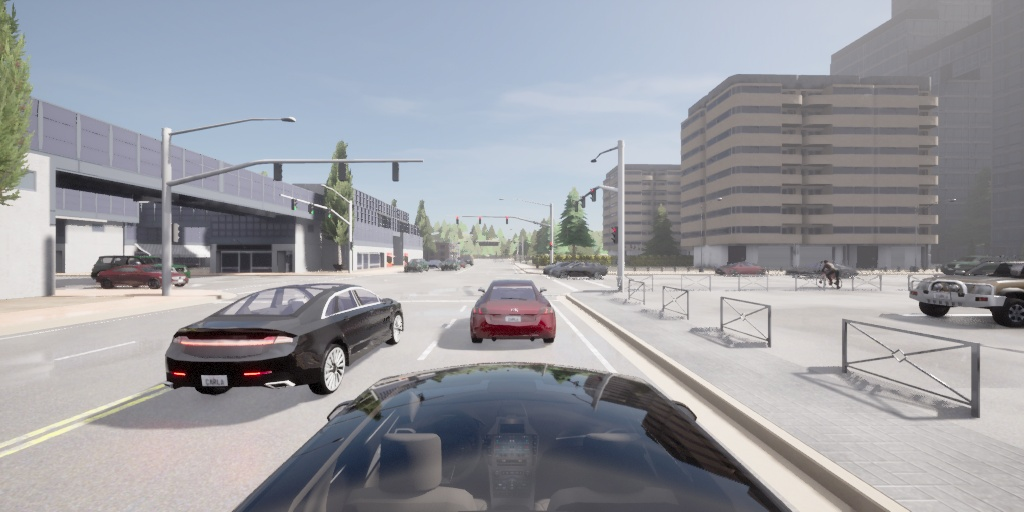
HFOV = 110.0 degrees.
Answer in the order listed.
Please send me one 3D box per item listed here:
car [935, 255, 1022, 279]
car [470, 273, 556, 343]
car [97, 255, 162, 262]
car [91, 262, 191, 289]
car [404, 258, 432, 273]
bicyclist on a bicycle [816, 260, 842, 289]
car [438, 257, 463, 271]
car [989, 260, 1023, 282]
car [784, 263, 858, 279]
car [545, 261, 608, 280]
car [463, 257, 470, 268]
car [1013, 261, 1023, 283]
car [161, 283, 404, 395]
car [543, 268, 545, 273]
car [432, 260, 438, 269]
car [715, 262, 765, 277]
[{"bbox_3d":[46.108,0.973,35.539,5.566,2.045,2.150,0,0,-2],"label":"car"},{"bbox_3d":[0.014,1.314,9.667,1.994,1.385,4.181,0,0,0],"label":"car"},{"bbox_3d":[-26.437,0.971,25.635,5.566,2.045,2.150,0,0,-1],"label":"car"},{"bbox_3d":[-22.881,1.276,22.237,4.674,1.442,1.812,0,0,0],"label":"car"},{"bbox_3d":[-11.756,1.102,44.178,2.097,1.767,4.553,0,0,0],"label":"car"},{"bbox_3d":[17.933,1.052,20.308,0.582,1.620,1.656,0,0,-2],"label":"bicyclist on a bicycle"},{"bbox_3d":[-8.339,1.102,49.067,2.097,1.767,4.553,0,0,-1],"label":"car"},{"bbox_3d":[46.847,1.318,32.053,5.357,1.411,2.033,0,0,-2],"label":"car"},{"bbox_3d":[27.218,1.297,31.570,5.357,1.411,2.033,0,0,-2],"label":"car"},{"bbox_3d":[5.694,1.241,30.686,4.902,1.511,2.128,0,0,-5],"label":"car"},{"bbox_3d":[-8.604,1.314,59.035,1.994,1.385,4.181,0,0,-1],"label":"car"},{"bbox_3d":[43.309,1.314,28.389,4.181,1.385,1.994,0,0,-1],"label":"car"},{"bbox_3d":[-3.472,1.242,6.610,2.128,1.511,4.902,0,0,0],"label":"car"},{"bbox_3d":[5.505,1.255,34.974,4.892,1.490,1.837,0,1,8],"label":"car"},{"bbox_3d":[-12.028,1.298,55.858,2.033,1.411,5.357,0,0,-1],"label":"car"},{"bbox_3d":[22.155,1.314,34.922,4.181,1.385,1.994,0,0,-2],"label":"car"}]
